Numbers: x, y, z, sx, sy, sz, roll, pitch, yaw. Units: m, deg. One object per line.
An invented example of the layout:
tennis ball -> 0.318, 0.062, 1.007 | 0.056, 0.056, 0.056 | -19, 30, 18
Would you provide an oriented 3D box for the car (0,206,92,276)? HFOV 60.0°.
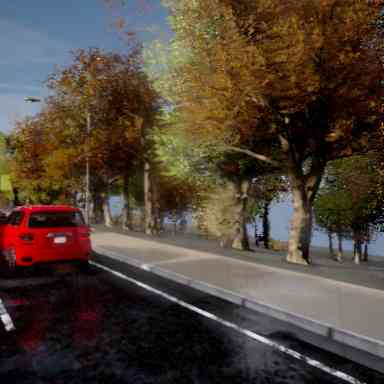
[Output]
car -> -5.269, 1.479, 11.549 | 2.150, 2.045, 5.566 | 1, -1, -35
